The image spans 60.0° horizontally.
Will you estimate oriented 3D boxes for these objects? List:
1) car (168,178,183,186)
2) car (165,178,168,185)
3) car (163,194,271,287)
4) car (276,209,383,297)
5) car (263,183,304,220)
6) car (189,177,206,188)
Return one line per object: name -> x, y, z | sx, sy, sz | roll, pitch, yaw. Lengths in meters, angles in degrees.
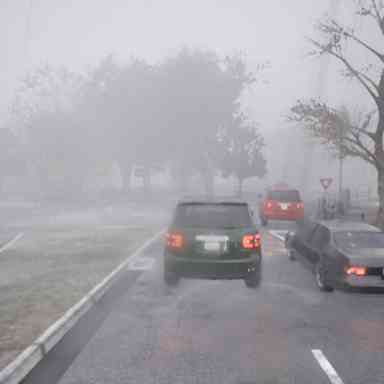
car -> -3.093, -1.960, 68.356 | 1.882, 1.535, 5.008 | -1, 3, -13
car -> -5.824, -2.748, 84.945 | 2.097, 1.767, 4.553 | 0, 2, -4
car -> 0.568, 1.089, 9.192 | 2.150, 2.045, 5.566 | 0, 1, 4
car -> 3.782, 1.438, 8.546 | 2.033, 1.411, 5.357 | 0, 1, 4
car -> 5.053, 0.743, 19.244 | 2.150, 2.045, 5.566 | 1, 3, 10
car -> 1.318, -1.948, 63.667 | 2.150, 2.045, 5.566 | -2, 4, -23
